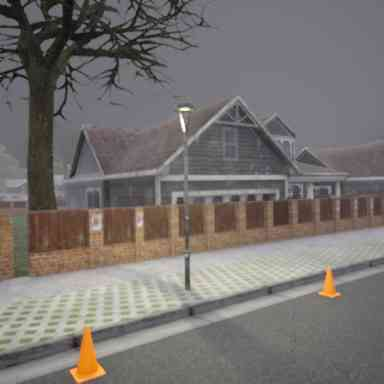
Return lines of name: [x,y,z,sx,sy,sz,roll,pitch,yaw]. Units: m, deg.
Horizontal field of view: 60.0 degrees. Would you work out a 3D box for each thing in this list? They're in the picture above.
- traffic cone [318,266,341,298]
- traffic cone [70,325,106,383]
traffic cone: [2.868,1.842,6.943,0.340,0.580,0.340,-1,1,-34]
traffic cone: [-1.285,1.933,4.088,0.340,0.580,0.340,-1,1,-35]
